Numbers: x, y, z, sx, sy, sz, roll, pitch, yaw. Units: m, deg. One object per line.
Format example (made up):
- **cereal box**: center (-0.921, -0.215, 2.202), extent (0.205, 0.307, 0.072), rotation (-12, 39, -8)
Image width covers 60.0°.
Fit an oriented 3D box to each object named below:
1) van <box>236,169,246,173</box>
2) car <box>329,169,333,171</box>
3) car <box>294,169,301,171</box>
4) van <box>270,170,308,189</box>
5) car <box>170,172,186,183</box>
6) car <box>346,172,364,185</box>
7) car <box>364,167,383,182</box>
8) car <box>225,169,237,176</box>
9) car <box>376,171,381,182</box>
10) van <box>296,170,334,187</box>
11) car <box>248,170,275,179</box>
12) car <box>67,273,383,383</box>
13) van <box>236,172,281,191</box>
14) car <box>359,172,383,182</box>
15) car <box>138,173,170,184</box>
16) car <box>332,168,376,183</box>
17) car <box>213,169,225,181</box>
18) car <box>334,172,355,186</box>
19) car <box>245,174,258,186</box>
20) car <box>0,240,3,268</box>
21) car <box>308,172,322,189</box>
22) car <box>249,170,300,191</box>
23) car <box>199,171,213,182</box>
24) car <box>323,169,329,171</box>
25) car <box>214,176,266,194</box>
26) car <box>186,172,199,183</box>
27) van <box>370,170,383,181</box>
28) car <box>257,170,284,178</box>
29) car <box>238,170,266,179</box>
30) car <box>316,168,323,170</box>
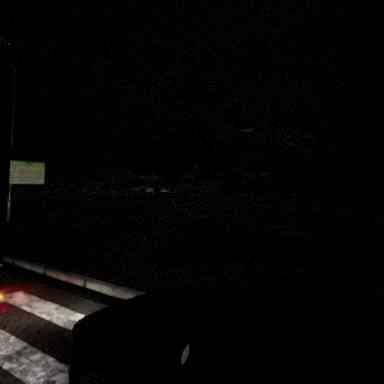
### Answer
- **van**: center (7.269, -3.364, 62.675), extent (4.442, 1.987, 1.878), rotation (3, 6, 31)
- **car**: center (32.474, -4.980, 82.859), extent (5.008, 1.535, 2.097), rotation (3, 6, 31)
- **car**: center (21.045, -4.163, 73.690), extent (4.892, 1.521, 2.231), rotation (3, 6, 31)
- **van**: center (12.724, -1.435, 44.899), extent (4.442, 1.987, 1.878), rotation (5, 8, 32)
- **car**: center (-4.006, -2.235, 53.321), extent (4.792, 1.488, 2.163), rotation (3, 6, 30)
- **car**: center (24.741, -2.023, 53.995), extent (4.792, 1.488, 2.163), rotation (5, 7, 32)
- **car**: center (31.830, -2.824, 59.545), extent (5.566, 2.045, 2.435), rotation (5, 7, 31)
- **car**: center (5.088, -2.962, 60.788), extent (5.008, 1.535, 2.097), rotation (3, 6, 31)
- **car**: center (29.453, -2.401, 57.721), extent (4.892, 1.521, 2.231), rotation (5, 7, 31)
- **van**: center (17.692, -1.757, 48.421), extent (4.442, 1.987, 1.878), rotation (5, 8, 32)
- **car**: center (14.225, -3.619, 68.163), extent (4.792, 1.488, 2.163), rotation (3, 6, 31)
- **car**: center (1.015, 1.467, 2.715), extent (5.008, 1.535, 1.882), rotation (1, 1, 36)
- **van**: center (8.161, -1.080, 41.151), extent (4.442, 1.987, 1.878), rotation (5, 8, 32)
- **car**: center (33.973, -2.768, 61.551), extent (5.366, 1.575, 1.946), rotation (5, 8, 31)
- **car**: center (-6.312, -2.052, 51.470), extent (4.674, 1.452, 2.002), rotation (3, 6, 30)
- **car**: center (27.119, -2.475, 55.815), extent (5.566, 2.045, 2.435), rotation (5, 7, 31)
- **car**: center (2.834, -2.911, 58.890), extent (4.553, 1.767, 2.185), rotation (3, 6, 31)
- **car**: center (22.349, -1.881, 52.156), extent (4.892, 1.521, 2.231), rotation (5, 8, 32)
- **car**: center (8.962, -1.828, 50.314), extent (1.882, 1.535, 5.008), rotation (0, 6, 10)
- **car**: center (-6.563, 1.290, 8.313), extent (4.902, 1.511, 2.128), rotation (2, 1, 37)
- **car**: center (15.181, -1.499, 46.688), extent (4.553, 1.767, 2.185), rotation (5, 8, 32)
- **car**: center (10.416, -1.285, 43.034), extent (5.566, 2.045, 2.435), rotation (5, 8, 32)
- **car**: center (0.501, -2.586, 57.074), extent (4.792, 1.488, 2.163), rotation (3, 6, 31)
- **car**: center (30.204, -4.950, 81.001), extent (4.553, 1.767, 2.185), rotation (3, 6, 31)
- **car**: center (5.674, -0.696, 39.426), extent (5.008, 1.535, 2.097), rotation (5, 8, 32)
- **car**: center (-1.729, -2.563, 55.165), extent (4.553, 1.767, 2.185), rotation (3, 6, 30)
- **van**: center (36.571, -3.142, 63.247), extent (4.442, 1.987, 1.878), rotation (5, 7, 31)
- **car**: center (16.475, -3.823, 70.025), extent (5.008, 1.535, 2.097), rotation (3, 6, 31)
- **car**: center (11.917, -3.479, 66.338), extent (5.008, 1.535, 2.097), rotation (3, 6, 31)
- **car**: center (27.896, -4.630, 79.212), extent (4.674, 1.452, 2.002), rotation (3, 6, 31)
